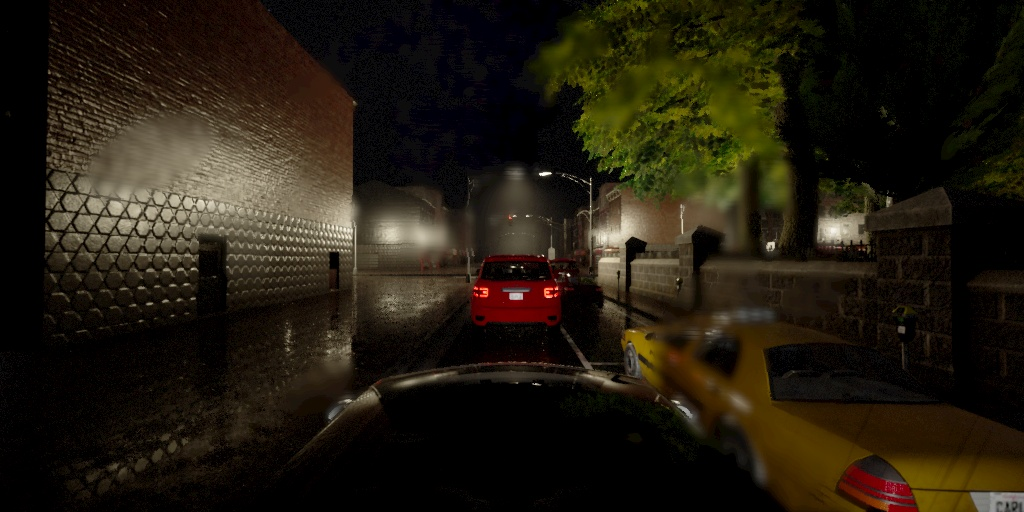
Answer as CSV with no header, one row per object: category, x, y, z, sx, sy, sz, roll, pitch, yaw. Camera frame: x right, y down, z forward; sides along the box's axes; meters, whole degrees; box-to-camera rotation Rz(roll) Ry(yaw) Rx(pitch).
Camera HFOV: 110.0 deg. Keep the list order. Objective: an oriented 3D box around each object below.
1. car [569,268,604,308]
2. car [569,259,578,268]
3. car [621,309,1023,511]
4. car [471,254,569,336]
car,2.632,1.337,14.917,1.802,1.307,4.207,0,0,0
car,2.630,1.075,20.366,2.192,1.841,5.009,0,0,0
car,2.637,1.276,4.189,1.751,1.417,4.829,0,0,0
car,0.096,0.974,10.504,2.150,2.045,5.566,0,0,0
